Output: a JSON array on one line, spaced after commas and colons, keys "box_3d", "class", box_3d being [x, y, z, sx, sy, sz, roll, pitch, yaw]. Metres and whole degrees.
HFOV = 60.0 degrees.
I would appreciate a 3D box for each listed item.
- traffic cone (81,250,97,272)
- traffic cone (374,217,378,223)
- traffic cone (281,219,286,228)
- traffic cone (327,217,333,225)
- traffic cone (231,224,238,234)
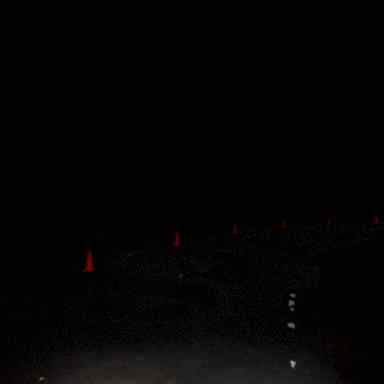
[{"box_3d": [-2.990, 1.988, 9.718, 0.340, 0.580, 0.340, 1, 0, 20], "class": "traffic cone"}, {"box_3d": [15.734, 2.353, 28.454, 0.340, 0.580, 0.340, 1, 0, -20], "class": "traffic cone"}, {"box_3d": [6.332, 2.189, 22.984, 0.340, 0.580, 0.340, 1, 0, -40], "class": "traffic cone"}, {"box_3d": [10.796, 2.269, 26.126, 0.340, 0.580, 0.340, 1, 0, -30], "class": "traffic cone"}, {"box_3d": [2.474, 2.114, 19.123, 0.340, 0.580, 0.340, 1, 0, 40], "class": "traffic cone"}]
